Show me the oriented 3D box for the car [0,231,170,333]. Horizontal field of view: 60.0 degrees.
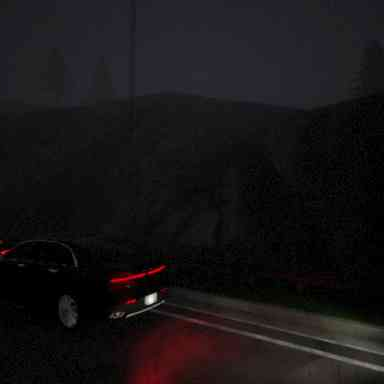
[{"bbox_3d":[-2.716,1.603,7.008,4.892,1.490,1.837,-1,-1,34],"label":"car"}]
